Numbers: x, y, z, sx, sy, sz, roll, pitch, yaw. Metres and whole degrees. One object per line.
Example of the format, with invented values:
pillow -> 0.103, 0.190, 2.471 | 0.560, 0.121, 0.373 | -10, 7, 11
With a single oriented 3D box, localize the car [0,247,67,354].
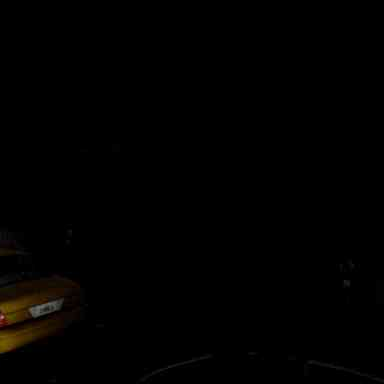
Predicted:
car -> -3.826, 1.525, 5.800 | 4.829, 1.417, 1.752 | 0, 0, 35

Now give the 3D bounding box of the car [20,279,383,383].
car -> 0.813, 1.566, 2.499 | 4.313, 1.339, 1.947 | 0, 0, 35
